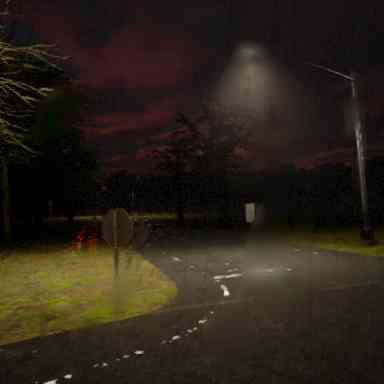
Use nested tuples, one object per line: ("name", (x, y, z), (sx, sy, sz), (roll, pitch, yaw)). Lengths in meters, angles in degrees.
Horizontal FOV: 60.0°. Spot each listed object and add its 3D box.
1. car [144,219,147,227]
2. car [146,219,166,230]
("car", (-7.351, 5.473, 58.702), (2.128, 1.511, 4.902), (-2, -3, -17))
("car", (-5.321, 5.105, 51.980), (2.033, 1.411, 5.357), (-2, -3, -16))
